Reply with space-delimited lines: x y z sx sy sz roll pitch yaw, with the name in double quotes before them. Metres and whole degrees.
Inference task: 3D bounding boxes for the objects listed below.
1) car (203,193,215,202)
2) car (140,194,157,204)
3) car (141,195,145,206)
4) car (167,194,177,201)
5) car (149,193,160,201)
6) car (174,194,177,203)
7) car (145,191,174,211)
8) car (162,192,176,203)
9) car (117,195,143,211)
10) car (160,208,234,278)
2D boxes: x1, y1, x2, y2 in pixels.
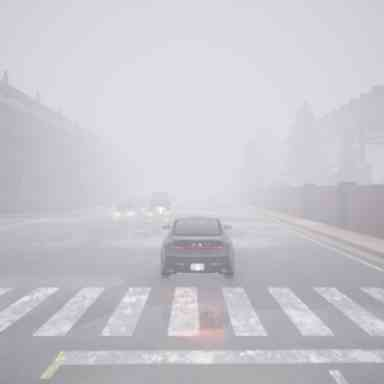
"car" 3.228 1.019 62.580 1.882 1.535 5.008 0 0 -1
"car" -7.285 1.135 56.255 2.033 1.411 5.357 0 0 0
"car" -7.175 1.138 46.297 1.882 1.535 5.008 0 0 -1
"car" -3.930 1.118 65.874 1.895 1.301 4.718 0 0 -1
"car" -7.442 0.990 66.520 1.882 1.535 5.008 0 0 -1
"car" -3.683 1.149 46.736 2.128 1.511 4.902 0 0 -1
"car" -3.514 0.951 36.855 2.150 2.045 5.566 0 0 -1
"car" -3.793 0.942 55.971 2.097 1.767 4.553 0 0 -1
"car" -7.023 1.330 36.921 1.895 1.301 4.718 0 0 -1
"car" 0.150 1.431 9.912 1.837 1.490 4.892 0 0 1
